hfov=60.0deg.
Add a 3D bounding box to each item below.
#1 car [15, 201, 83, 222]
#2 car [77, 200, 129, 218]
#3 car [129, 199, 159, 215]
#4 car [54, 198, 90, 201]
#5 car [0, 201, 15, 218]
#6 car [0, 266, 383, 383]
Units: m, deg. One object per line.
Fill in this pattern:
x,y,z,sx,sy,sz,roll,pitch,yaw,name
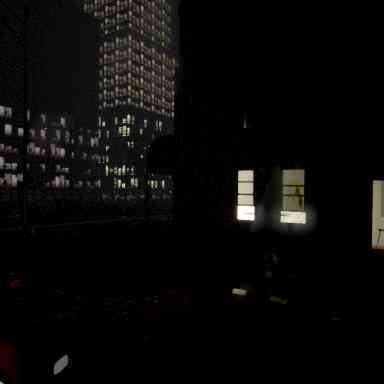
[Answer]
-11.696,1.690,27.426,2.008,1.369,4.403,1,0,34,car
-8.603,1.731,31.953,1.947,1.339,4.313,1,0,34,car
-5.513,1.773,36.478,1.802,1.307,4.206,1,0,34,car
-12.236,1.574,37.116,2.128,1.511,4.902,1,0,35,car
-17.529,1.543,29.373,1.837,1.490,4.892,1,0,34,car
-0.011,1.544,2.831,4.507,1.381,1.887,0,1,34,car
